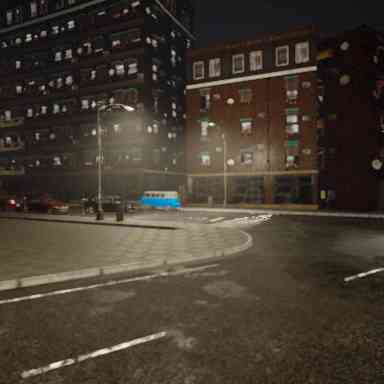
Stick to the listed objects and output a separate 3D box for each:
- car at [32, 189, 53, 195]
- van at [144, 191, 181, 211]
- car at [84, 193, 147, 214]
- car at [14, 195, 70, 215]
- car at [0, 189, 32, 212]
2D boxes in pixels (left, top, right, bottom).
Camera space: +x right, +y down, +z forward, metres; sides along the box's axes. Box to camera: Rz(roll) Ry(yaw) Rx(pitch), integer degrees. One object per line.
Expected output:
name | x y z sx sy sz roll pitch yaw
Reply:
car | -18.344 0.589 38.722 5.009 1.841 2.192 1 0 25
van | -2.973 0.833 31.708 3.998 1.788 1.690 1 0 25
car | -6.469 1.047 26.920 4.892 1.490 1.837 1 1 25
car | -11.673 1.096 26.464 4.206 1.307 1.802 1 0 25
car | -16.793 0.756 28.803 5.009 1.841 2.192 1 0 25
